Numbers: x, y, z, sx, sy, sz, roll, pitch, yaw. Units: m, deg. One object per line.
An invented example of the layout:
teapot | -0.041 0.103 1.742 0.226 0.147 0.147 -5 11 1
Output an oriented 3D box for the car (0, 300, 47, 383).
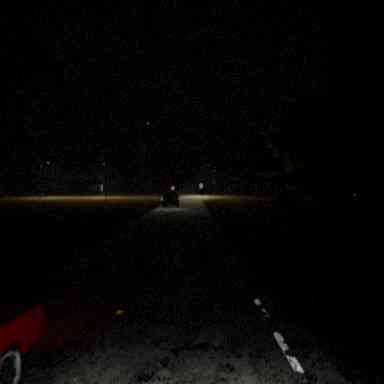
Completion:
car | -2.851 1.626 2.171 1.895 1.301 4.718 0 -1 0

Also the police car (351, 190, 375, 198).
police car | 38.939 0.452 75.803 5.238 1.638 1.930 0 -1 0

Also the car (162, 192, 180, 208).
car | -2.867 1.029 45.682 2.150 2.045 5.566 0 1 0
